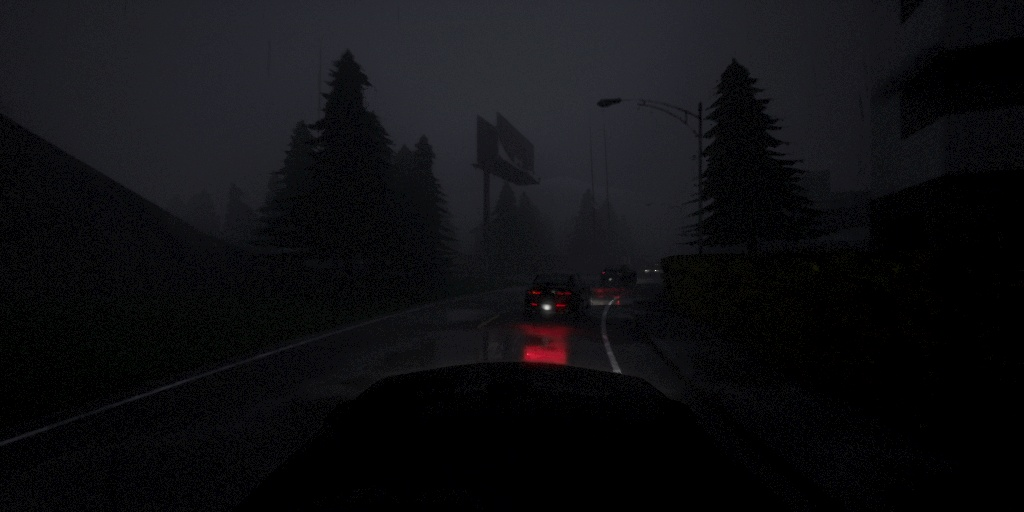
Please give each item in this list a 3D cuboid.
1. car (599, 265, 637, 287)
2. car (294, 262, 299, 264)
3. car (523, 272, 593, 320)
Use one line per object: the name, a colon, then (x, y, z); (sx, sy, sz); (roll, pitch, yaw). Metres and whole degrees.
car: (7.932, 1.381, 26.523); (2.128, 1.511, 4.902); (0, 0, 30)
car: (-31.213, 1.397, 51.285); (4.181, 1.385, 1.994); (0, 0, 30)
car: (1.785, 1.322, 13.155); (1.837, 1.490, 4.892); (0, 0, 18)
